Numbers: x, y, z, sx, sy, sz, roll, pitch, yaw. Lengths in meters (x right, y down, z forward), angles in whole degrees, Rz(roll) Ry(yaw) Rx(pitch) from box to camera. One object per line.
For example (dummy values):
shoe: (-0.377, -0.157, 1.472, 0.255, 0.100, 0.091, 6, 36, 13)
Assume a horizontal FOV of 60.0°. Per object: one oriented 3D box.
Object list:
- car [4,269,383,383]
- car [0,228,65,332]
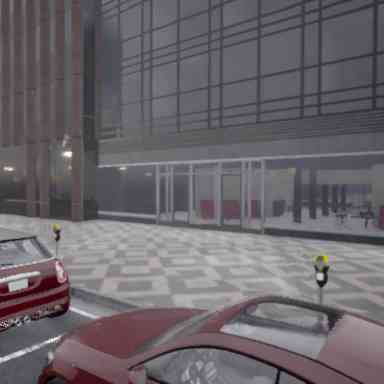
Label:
car: (0.504, 1.543, 2.612, 4.206, 1.307, 1.802, 1, 1, 36)
car: (-4.059, 1.343, 5.917, 4.097, 1.590, 1.967, 1, 1, 36)
